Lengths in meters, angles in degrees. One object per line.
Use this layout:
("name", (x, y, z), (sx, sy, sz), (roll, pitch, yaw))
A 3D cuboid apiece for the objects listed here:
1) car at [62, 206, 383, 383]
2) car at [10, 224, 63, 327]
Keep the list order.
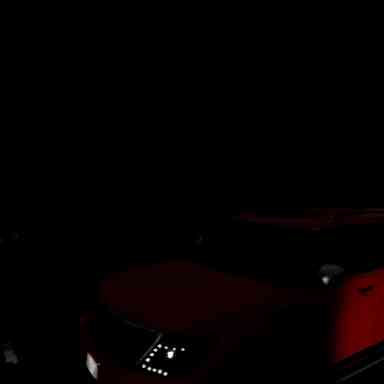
("car", (1.412, 1.260, 4.549), (5.566, 2.045, 2.150), (1, 0, -33))
("car", (-2.755, 1.531, 7.443), (2.163, 1.488, 4.792), (1, 0, -35))
